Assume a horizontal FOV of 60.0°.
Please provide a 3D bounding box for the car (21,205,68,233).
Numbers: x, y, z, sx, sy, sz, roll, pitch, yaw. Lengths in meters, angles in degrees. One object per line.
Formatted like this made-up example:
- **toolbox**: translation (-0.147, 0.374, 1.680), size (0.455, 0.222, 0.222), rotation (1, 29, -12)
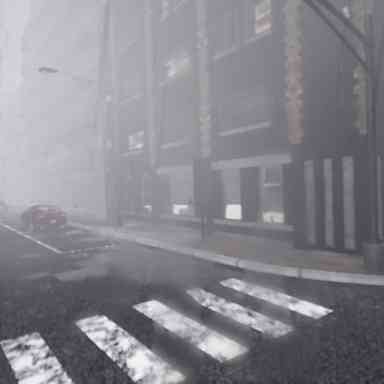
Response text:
- **car**: translation (-8.449, 1.393, 18.838), size (1.887, 1.381, 4.507), rotation (-3, 1, -37)

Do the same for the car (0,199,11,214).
- **car**: translation (-18.944, 1.422, 32.482), size (1.752, 1.417, 4.829), rotation (-3, 1, -37)
